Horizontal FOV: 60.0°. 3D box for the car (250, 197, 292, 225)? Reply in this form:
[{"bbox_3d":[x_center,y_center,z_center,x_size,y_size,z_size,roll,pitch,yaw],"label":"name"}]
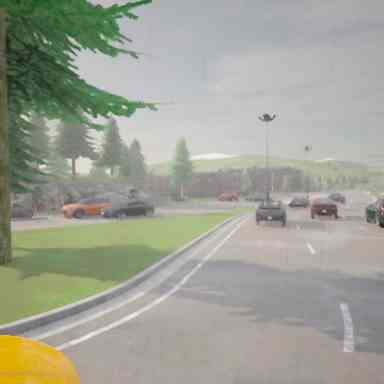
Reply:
[{"bbox_3d":[5.427,1.323,22.381,2.128,1.511,4.902,-1,0,17],"label":"car"}]

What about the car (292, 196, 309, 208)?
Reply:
[{"bbox_3d":[13.352,1.221,40.828,1.994,1.385,4.181,0,0,26],"label":"car"}]

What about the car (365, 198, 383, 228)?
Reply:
[{"bbox_3d":[12.087,1.130,20.293,2.097,1.767,4.553,0,0,17],"label":"car"}]

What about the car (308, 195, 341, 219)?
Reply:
[{"bbox_3d":[10.662,1.235,26.793,1.882,1.535,5.008,-1,0,21],"label":"car"}]

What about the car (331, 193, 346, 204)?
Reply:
[{"bbox_3d":[22.202,0.872,50.789,2.097,1.767,4.553,0,0,31],"label":"car"}]

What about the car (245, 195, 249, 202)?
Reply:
[{"bbox_3d":[11.588,1.050,63.192,2.128,1.511,4.902,0,0,27],"label":"car"}]

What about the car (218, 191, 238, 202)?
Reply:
[{"bbox_3d":[6.735,0.833,61.390,2.150,2.045,5.566,0,1,27],"label":"car"}]

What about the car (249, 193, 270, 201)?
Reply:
[{"bbox_3d":[11.716,0.948,55.785,2.097,1.767,4.553,0,0,27],"label":"car"}]

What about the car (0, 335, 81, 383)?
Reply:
[{"bbox_3d":[-3.053,1.501,1.418,5.008,1.535,1.882,-1,2,-26],"label":"car"}]

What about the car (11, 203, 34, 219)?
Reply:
[{"bbox_3d":[-15.067,1.571,26.745,1.994,1.385,4.181,0,0,43],"label":"car"}]

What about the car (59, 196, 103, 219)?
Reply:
[{"bbox_3d":[-8.860,1.290,28.344,2.097,1.767,4.553,0,0,42],"label":"car"}]

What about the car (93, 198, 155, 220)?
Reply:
[{"bbox_3d":[-5.203,1.416,27.214,1.837,1.490,4.892,0,0,41],"label":"car"}]
